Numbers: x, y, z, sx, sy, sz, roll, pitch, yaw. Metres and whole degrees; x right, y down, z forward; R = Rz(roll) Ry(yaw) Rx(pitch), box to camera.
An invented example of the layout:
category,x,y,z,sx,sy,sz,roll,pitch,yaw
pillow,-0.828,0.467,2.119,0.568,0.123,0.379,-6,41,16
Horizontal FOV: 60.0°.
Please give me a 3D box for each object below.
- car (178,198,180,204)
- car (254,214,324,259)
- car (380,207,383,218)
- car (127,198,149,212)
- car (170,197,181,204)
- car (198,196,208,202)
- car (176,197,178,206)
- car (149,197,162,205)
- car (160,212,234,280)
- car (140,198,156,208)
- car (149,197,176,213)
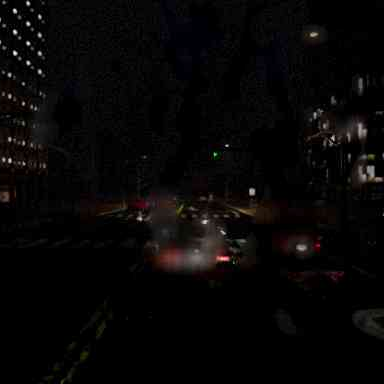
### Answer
category,x,y,z,sx,sy,sz,roll,pitch,yaw
car,-3.333,1.588,57.003,2.128,1.511,4.902,0,0,0
car,3.506,1.557,12.570,1.812,1.442,4.674,0,0,3
car,17.025,1.353,24.550,5.566,2.045,2.150,0,0,3
car,-6.596,1.560,40.117,1.882,1.535,5.008,0,0,0
car,-3.334,1.668,67.037,1.994,1.385,4.181,0,0,-1
car,2.648,1.628,80.710,1.812,1.442,4.674,0,0,-4
car,-3.342,1.594,47.383,1.837,1.490,4.892,0,0,0
car,-6.584,1.604,60.403,1.837,1.490,4.892,0,0,0
car,0.081,1.573,10.025,2.033,1.411,5.357,0,0,-1
car,-6.595,1.617,50.038,1.812,1.442,4.674,0,0,0
car,-3.344,1.432,38.492,2.097,1.767,4.553,0,0,0
